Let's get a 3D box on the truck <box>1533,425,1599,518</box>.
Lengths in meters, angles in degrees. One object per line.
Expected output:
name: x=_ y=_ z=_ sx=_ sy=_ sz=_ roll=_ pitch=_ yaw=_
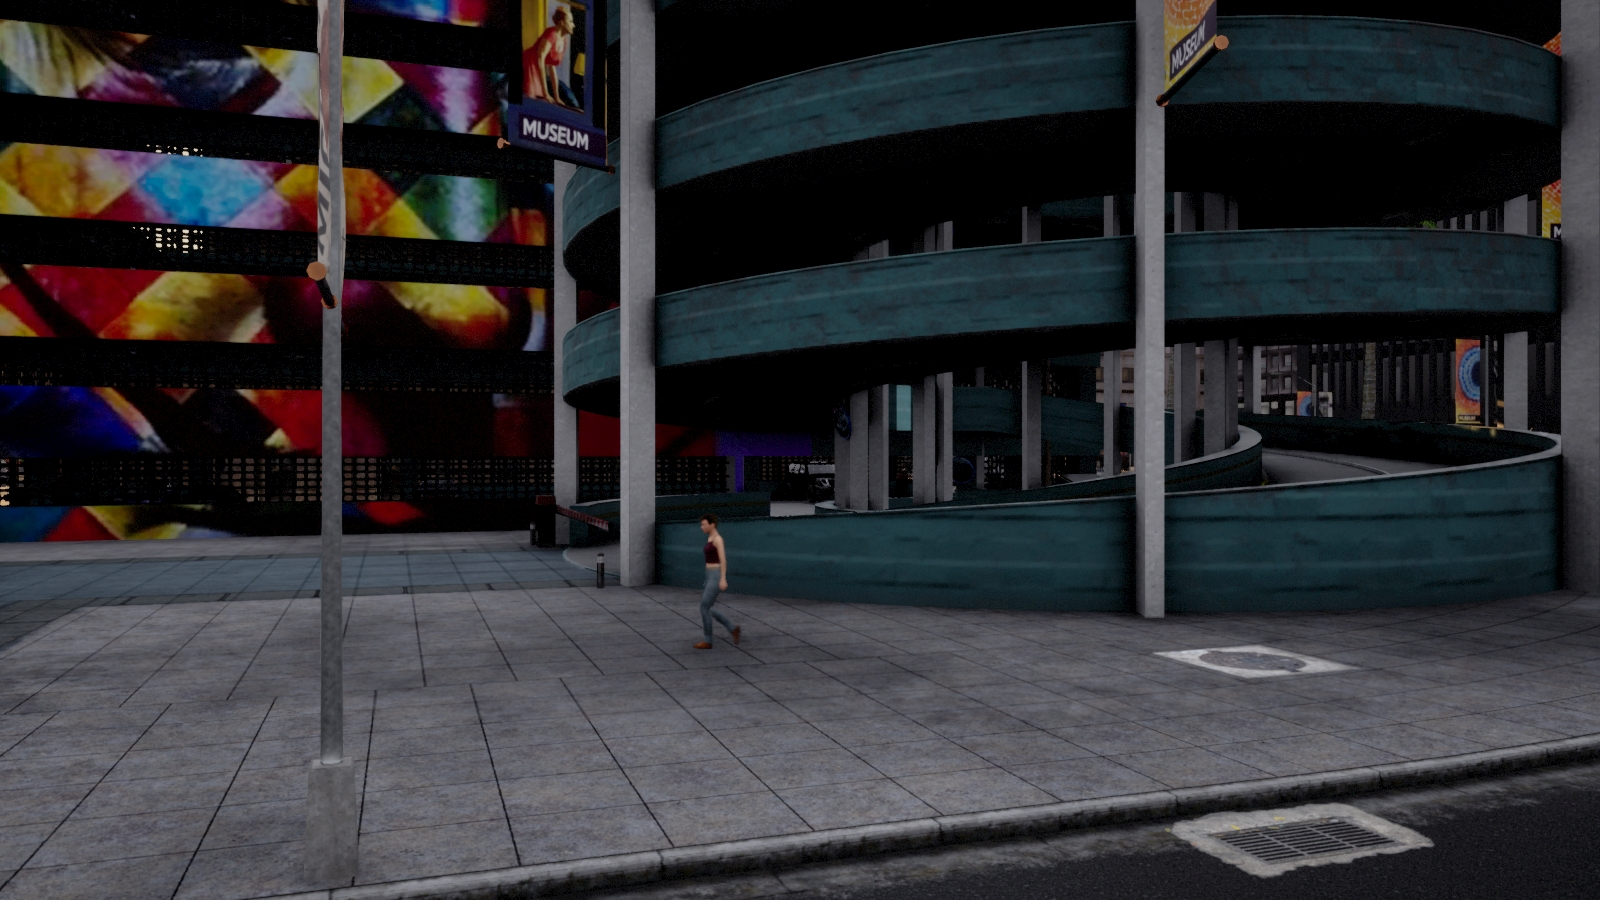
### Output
truck: x=34.409 y=0.890 z=46.421 sx=2.891 sy=3.827 sz=8.468 roll=0 pitch=0 yaw=-9

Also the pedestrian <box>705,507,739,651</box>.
pedestrian: x=-1.039 y=1.696 z=15.155 sx=0.375 sy=1.860 sz=0.375 roll=0 pitch=0 yaw=-16
